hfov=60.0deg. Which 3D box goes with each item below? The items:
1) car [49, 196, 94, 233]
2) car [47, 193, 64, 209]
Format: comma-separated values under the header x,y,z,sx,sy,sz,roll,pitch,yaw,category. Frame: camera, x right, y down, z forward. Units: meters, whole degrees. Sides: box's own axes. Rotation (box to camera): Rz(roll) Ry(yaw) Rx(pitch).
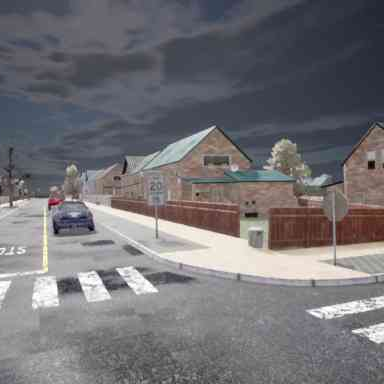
x,y,z,sx,sy,sz,roll,pitch,yaw,category
-7.178,1.318,19.800,2.097,1.767,4.553,-2,1,-24,car
-18.262,1.201,44.928,2.150,2.045,5.566,-2,1,-24,car
